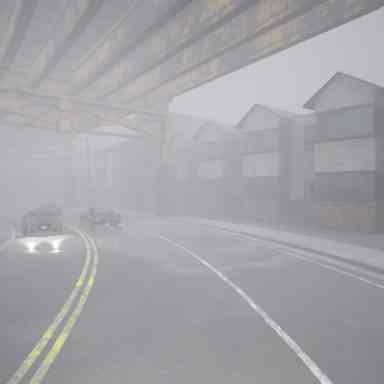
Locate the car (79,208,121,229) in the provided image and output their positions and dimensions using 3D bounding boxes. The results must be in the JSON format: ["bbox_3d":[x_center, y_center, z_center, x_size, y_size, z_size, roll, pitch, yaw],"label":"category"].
[{"bbox_3d":[-6.513,1.745,23.050,1.895,1.301,4.718,0,0,-29],"label":"car"}]

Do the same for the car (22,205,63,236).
[{"bbox_3d":[-8.738,1.699,19.332,1.994,1.385,4.181,0,0,-28],"label":"car"}]

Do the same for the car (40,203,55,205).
[{"bbox_3d":[-15.427,1.827,35.406,1.994,1.385,4.181,0,0,-37],"label":"car"}]
